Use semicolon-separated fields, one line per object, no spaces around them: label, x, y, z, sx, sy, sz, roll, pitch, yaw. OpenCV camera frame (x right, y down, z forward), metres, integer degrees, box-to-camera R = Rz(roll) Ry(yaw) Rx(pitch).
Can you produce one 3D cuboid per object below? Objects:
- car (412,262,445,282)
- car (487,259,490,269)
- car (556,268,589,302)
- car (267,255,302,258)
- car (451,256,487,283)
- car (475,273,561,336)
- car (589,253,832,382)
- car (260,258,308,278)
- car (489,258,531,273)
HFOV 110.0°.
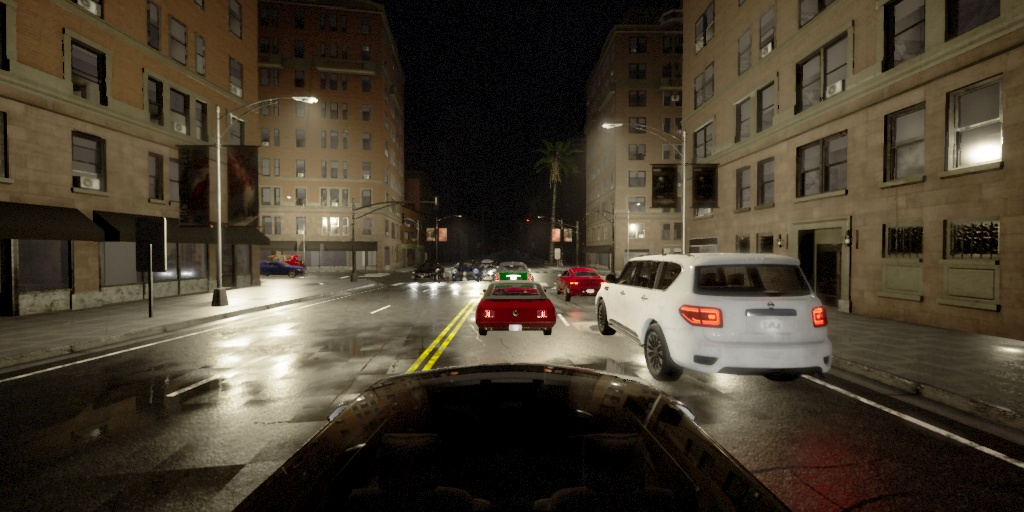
car;-6.651;1.272;28.999;1.837;1.490;4.892;0;0;0
car;-3.461;1.226;51.337;2.128;1.511;4.902;0;0;0
car;3.216;1.271;16.988;1.812;1.442;4.674;0;0;0
car;-23.976;0.830;36.674;5.009;1.841;2.192;0;0;-9
car;-3.411;1.122;28.074;2.097;1.767;4.553;0;0;0
car;0.079;1.348;10.386;1.895;1.301;4.718;0;0;0
car;3.327;0.970;7.301;2.150;2.045;5.566;0;0;0
car;-20.522;1.144;31.359;4.674;1.442;1.812;0;1;-9
car;-0.006;1.097;19.378;2.097;1.767;4.553;0;0;-2
